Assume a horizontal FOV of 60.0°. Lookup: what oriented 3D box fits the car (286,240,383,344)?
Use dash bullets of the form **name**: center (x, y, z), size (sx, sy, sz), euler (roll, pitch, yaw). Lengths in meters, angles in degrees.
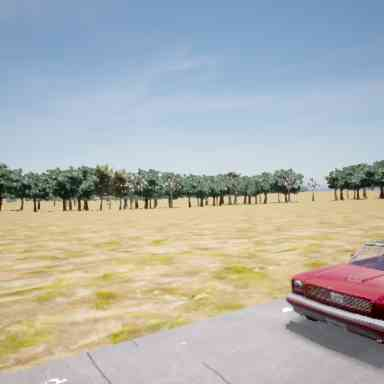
- **car**: center (3.898, 1.599, 6.038), size (4.718, 1.301, 1.895), euler (0, 0, -34)
